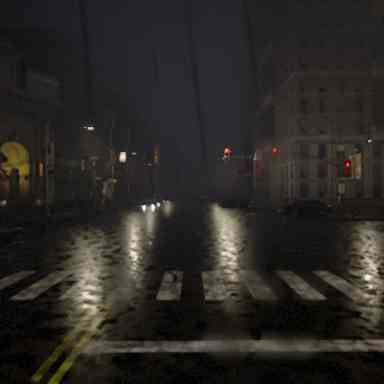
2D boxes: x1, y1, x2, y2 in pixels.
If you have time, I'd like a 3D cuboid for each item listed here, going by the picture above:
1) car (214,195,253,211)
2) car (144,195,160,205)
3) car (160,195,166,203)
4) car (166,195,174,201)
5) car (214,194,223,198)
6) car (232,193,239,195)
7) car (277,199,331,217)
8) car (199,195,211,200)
[{"bbox_3d":[5.313,1.433,40.766,1.837,1.490,4.892,-3,1,-34],"label":"car"},{"bbox_3d":[-7.035,1.502,56.482,1.895,1.301,4.718,0,0,0],"label":"car"},{"bbox_3d":[-7.005,1.373,66.117,2.128,1.511,4.902,0,0,1],"label":"car"},{"bbox_3d":[-5.732,1.384,80.372,2.128,1.511,4.902,0,0,13],"label":"car"},{"bbox_3d":[7.070,1.349,85.750,1.837,1.490,4.892,0,0,25],"label":"car"},{"bbox_3d":[12.458,1.188,94.594,2.097,1.767,4.553,0,0,41],"label":"car"},{"bbox_3d":[10.214,1.452,30.415,4.892,1.490,1.837,0,-1,-9],"label":"car"},{"bbox_3d":[3.285,1.374,85.813,1.812,1.442,4.674,0,0,22],"label":"car"}]
